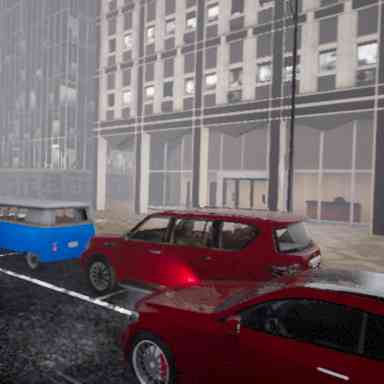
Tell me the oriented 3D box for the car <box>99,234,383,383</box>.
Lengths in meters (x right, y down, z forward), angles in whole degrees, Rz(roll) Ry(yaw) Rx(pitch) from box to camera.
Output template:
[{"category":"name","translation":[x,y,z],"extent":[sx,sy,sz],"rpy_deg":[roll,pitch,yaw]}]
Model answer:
[{"category":"car","translation":[1.334,1.509,3.317],"extent":[4.674,1.442,1.812],"rpy_deg":[2,1,37]}]

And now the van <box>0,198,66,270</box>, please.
[{"category":"van","translation":[-4.649,1.101,9.879],"extent":[3.998,1.788,1.690],"rpy_deg":[2,2,36]}]

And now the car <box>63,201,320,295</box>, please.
[{"category":"car","translation":[-0.028,1.221,6.573],"extent":[5.009,1.841,2.192],"rpy_deg":[2,2,36]}]
